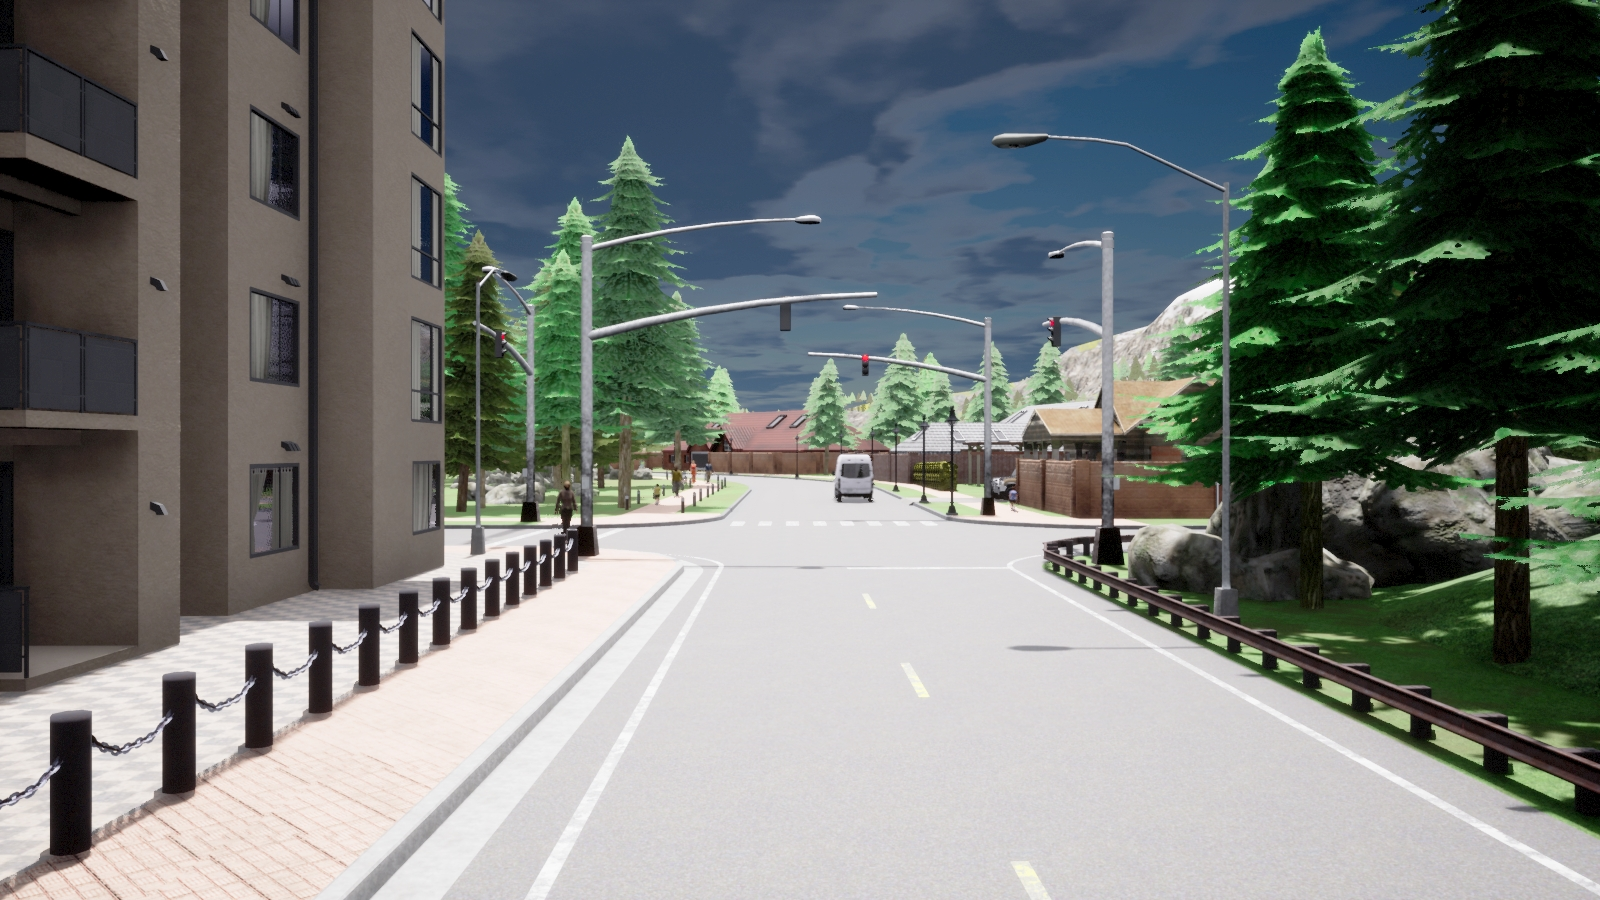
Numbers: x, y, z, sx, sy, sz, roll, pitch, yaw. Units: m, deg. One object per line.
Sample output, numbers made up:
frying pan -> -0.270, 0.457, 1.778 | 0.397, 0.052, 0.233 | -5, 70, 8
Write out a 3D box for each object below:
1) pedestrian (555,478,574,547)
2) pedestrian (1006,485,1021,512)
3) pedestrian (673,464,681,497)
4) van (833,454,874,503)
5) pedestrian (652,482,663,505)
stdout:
pedestrian -> -6.403, 1.698, 31.057 | 0.375, 1.860, 0.375 | 0, 0, -32
pedestrian -> 9.146, 2.078, 48.952 | 0.500, 1.100, 0.500 | 0, 0, -6
pedestrian -> -6.884, 1.702, 63.790 | 0.375, 1.860, 0.375 | 0, 0, 3
van -> 2.967, 1.540, 64.229 | 1.988, 2.561, 5.915 | 0, 0, 0
pedestrian -> -6.826, 2.077, 54.734 | 0.500, 1.100, 0.500 | 0, 0, 0
